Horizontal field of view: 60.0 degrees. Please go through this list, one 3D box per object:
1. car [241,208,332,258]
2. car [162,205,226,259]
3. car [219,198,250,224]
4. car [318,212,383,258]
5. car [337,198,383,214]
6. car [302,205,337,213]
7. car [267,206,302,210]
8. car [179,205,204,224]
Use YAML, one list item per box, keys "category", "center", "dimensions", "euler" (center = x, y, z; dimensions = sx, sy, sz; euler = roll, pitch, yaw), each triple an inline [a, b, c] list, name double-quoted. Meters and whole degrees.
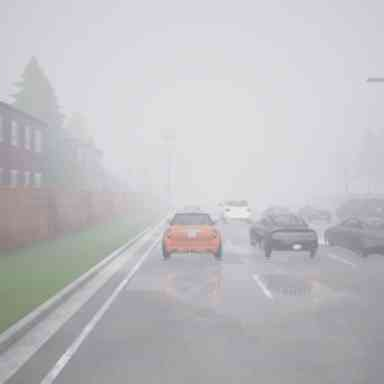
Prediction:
- category: "car"
  center: [3.516, 1.643, 13.503]
  dimensions: [2.128, 1.511, 4.902]
  euler: [0, 0, 1]
- category: "car"
  center: [0.017, 1.500, 13.424]
  dimensions: [2.097, 1.767, 4.553]
  euler: [0, -1, 0]
- category: "car"
  center: [3.496, 1.529, 27.574]
  dimensions: [2.150, 2.045, 5.566]
  euler: [0, 0, 0]
- category: "car"
  center: [7.022, 1.715, 13.515]
  dimensions: [1.994, 1.385, 4.181]
  euler: [0, -1, 0]
- category: "car"
  center: [13.996, 1.529, 27.571]
  dimensions: [2.150, 2.045, 5.566]
  euler: [0, 0, 0]
- category: "car"
  center: [10.513, 1.844, 28.896]
  dimensions: [1.812, 1.442, 4.674]
  euler: [0, 0, 1]
- category: "car"
  center: [6.996, 1.851, 27.513]
  dimensions: [2.033, 1.411, 5.357]
  euler: [0, -1, 0]
- category: "car"
  center: [0.009, 1.880, 28.540]
  dimensions: [1.994, 1.385, 4.181]
  euler: [0, -1, 1]
